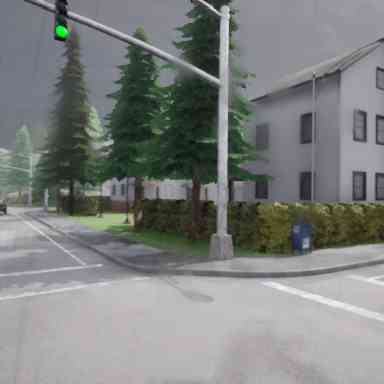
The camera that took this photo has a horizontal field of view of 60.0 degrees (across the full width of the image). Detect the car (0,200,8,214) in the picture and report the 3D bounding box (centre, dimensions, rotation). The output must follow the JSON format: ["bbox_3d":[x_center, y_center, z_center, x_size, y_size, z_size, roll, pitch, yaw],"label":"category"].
[{"bbox_3d":[-21.757,1.670,37.204,1.837,1.490,4.892,1,-1,-33],"label":"car"}]
